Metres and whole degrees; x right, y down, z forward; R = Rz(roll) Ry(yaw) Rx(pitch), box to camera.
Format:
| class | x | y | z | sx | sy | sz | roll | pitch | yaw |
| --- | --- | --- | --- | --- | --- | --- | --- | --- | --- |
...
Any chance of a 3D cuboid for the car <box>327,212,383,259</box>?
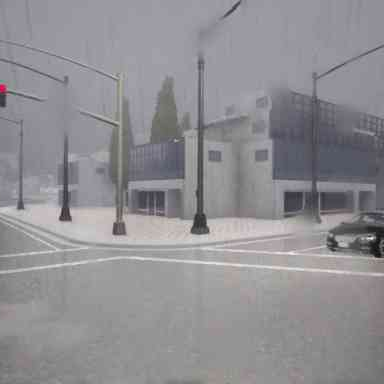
| class | x | y | z | sx | sy | sz | roll | pitch | yaw |
| --- | --- | --- | --- | --- | --- | --- | --- | --- | --- |
| car | 7.138 | 1.545 | 12.875 | 4.902 | 1.511 | 2.128 | 0 | 0 | -37 |
